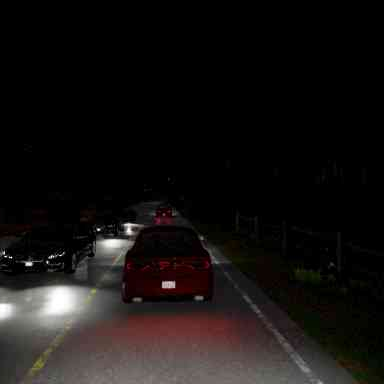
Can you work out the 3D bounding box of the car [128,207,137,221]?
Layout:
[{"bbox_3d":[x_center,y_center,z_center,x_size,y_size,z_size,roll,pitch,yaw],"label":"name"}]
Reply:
[{"bbox_3d":[-6.156,2.085,30.442,1.994,1.385,4.181,0,-1,-5],"label":"car"}]

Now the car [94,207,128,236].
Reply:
[{"bbox_3d":[-5.303,1.849,20.562,1.837,1.490,4.892,0,-1,-5],"label":"car"}]

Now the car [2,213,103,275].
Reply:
[{"bbox_3d":[-4.481,1.681,11.135,1.837,1.490,4.892,0,-1,-5],"label":"car"}]

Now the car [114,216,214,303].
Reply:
[{"bbox_3d":[-0.648,1.612,8.626,1.882,1.535,5.008,0,-1,-5],"label":"car"}]

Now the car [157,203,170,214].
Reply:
[{"bbox_3d":[-4.220,2.367,49.496,1.837,1.490,4.892,0,-1,-5],"label":"car"}]

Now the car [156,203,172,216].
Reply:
[{"bbox_3d":[-3.351,2.286,39.561,1.895,1.301,4.718,0,-1,-5],"label":"car"}]
